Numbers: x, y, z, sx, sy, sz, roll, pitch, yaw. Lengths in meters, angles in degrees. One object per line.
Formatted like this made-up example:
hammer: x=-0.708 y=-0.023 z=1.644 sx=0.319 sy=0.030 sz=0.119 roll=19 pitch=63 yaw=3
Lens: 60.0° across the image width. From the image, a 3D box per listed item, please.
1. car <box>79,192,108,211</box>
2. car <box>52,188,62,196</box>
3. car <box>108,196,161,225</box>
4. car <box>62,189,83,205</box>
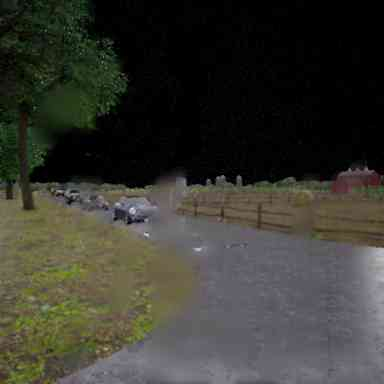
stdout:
car: x=-9.527 y=1.049 z=32.795 sx=1.837 sy=1.490 sz=4.892 roll=-1 pitch=1 yaw=-27
car: x=-34.267 y=0.390 z=86.199 sx=1.882 sy=1.535 sz=5.008 roll=-1 pitch=1 yaw=-28
car: x=-3.671 y=1.070 z=21.591 sx=2.097 sy=1.767 sz=4.553 roll=-1 pitch=1 yaw=-28
car: x=-15.687 y=0.606 z=44.678 sx=2.150 sy=2.045 sz=5.566 roll=-1 pitch=1 yaw=-27
